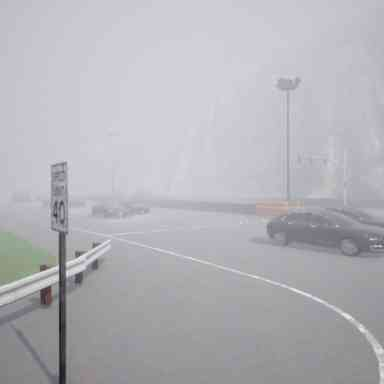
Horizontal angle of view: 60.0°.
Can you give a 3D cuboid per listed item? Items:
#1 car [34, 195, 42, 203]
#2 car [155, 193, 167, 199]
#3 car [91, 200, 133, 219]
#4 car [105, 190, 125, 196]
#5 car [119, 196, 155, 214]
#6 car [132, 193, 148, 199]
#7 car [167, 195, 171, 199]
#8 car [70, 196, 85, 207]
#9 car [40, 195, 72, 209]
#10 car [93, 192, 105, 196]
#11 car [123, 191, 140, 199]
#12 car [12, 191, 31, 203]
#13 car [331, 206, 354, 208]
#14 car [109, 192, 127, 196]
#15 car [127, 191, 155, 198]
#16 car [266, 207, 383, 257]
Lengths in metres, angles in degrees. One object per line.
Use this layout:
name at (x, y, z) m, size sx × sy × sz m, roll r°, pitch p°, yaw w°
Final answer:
car at (-26.766, 1.203, 59.565) m, size 1.895 × 1.301 × 4.718 m, roll 0°, pitch 1°, yaw -38°
car at (-7.898, 0.950, 69.524) m, size 2.097 × 1.767 × 4.553 m, roll 0°, pitch 1°, yaw -38°
car at (-7.231, 1.464, 28.768) m, size 1.812 × 1.442 × 4.674 m, roll 0°, pitch 0°, yaw -38°
car at (-16.843, 0.660, 75.288) m, size 2.150 × 2.045 × 5.566 m, roll 0°, pitch 1°, yaw -38°
car at (-6.174, 1.465, 33.071) m, size 2.033 × 1.411 × 5.357 m, roll 0°, pitch 0°, yaw -38°
car at (-12.687, 0.901, 81.340) m, size 1.812 × 1.442 × 4.674 m, roll 0°, pitch 1°, yaw -38°
car at (-6.701, 1.147, 73.693) m, size 1.895 × 1.301 × 4.718 m, roll 0°, pitch 1°, yaw -38°
car at (-16.567, 1.286, 46.358) m, size 1.882 × 1.535 × 5.008 m, roll 0°, pitch 1°, yaw -38°
car at (-16.905, 1.454, 41.098) m, size 1.895 × 1.301 × 4.718 m, roll 0°, pitch 1°, yaw -38°
car at (-20.870, 0.757, 74.765) m, size 2.097 × 1.767 × 4.553 m, roll 0°, pitch 1°, yaw -38°
car at (-14.058, 0.740, 77.407) m, size 2.097 × 1.767 × 4.553 m, roll 0°, pitch 1°, yaw -38°
car at (-29.452, 0.799, 57.315) m, size 2.150 × 2.045 × 5.566 m, roll 0°, pitch 1°, yaw -38°
car at (7.472, 1.471, 15.854) m, size 1.837 × 1.490 × 4.892 m, roll 0°, pitch 0°, yaw -38°
car at (-14.527, 1.182, 66.803) m, size 1.895 × 1.301 × 4.718 m, roll 0°, pitch 1°, yaw -38°
car at (-10.358, 0.830, 67.151) m, size 2.150 × 2.045 × 5.566 m, roll 0°, pitch 1°, yaw -38°
car at (5.185, 1.480, 13.106) m, size 1.837 × 1.490 × 4.892 m, roll 0°, pitch 0°, yaw -38°
